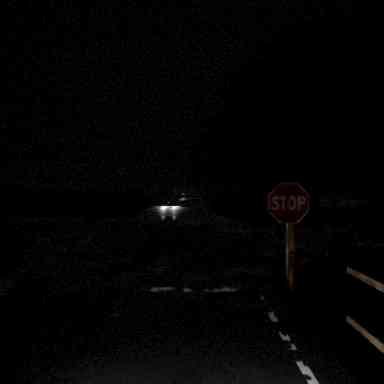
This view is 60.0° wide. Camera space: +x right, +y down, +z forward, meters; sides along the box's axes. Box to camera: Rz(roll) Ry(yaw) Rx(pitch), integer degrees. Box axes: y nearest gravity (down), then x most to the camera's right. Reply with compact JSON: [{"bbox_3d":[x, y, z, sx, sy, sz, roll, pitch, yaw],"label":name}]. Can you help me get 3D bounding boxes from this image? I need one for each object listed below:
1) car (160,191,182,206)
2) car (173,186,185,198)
[{"bbox_3d":[-2.577,0.902,38.762,1.994,1.385,4.181,0,1,0],"label":"car"},{"bbox_3d":[-2.462,-0.061,64.587,2.150,2.045,5.566,0,1,0],"label":"car"}]
